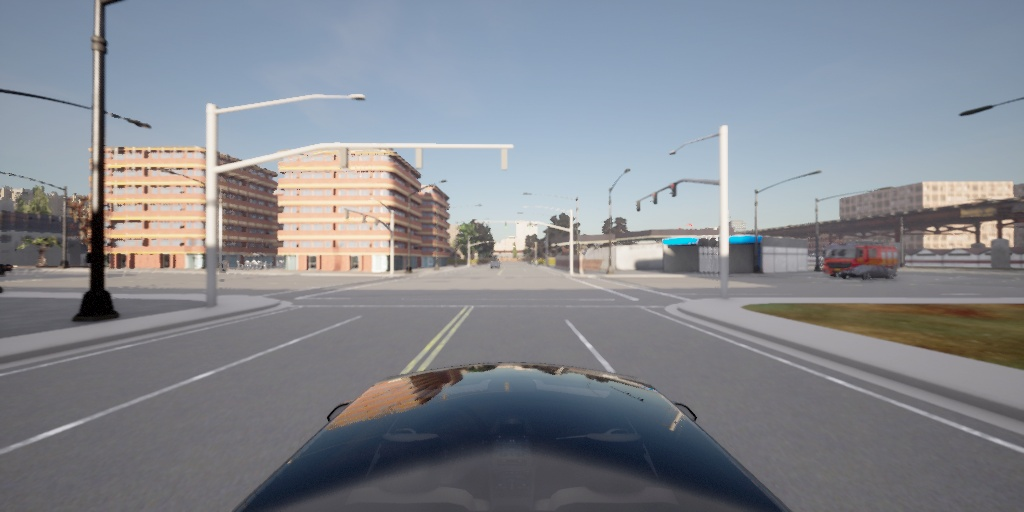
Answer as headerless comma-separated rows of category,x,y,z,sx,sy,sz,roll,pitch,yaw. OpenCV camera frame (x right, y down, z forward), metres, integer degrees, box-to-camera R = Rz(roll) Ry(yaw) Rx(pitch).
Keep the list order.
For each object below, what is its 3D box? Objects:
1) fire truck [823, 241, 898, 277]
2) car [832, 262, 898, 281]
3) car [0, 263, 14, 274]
fire truck,37.645,0.387,38.692,8.468,3.827,2.891,0,-1,-22
car,33.521,1.554,33.760,5.357,1.411,2.033,0,-1,-15
car,-51.128,1.072,34.269,4.718,1.301,1.895,1,-1,2
